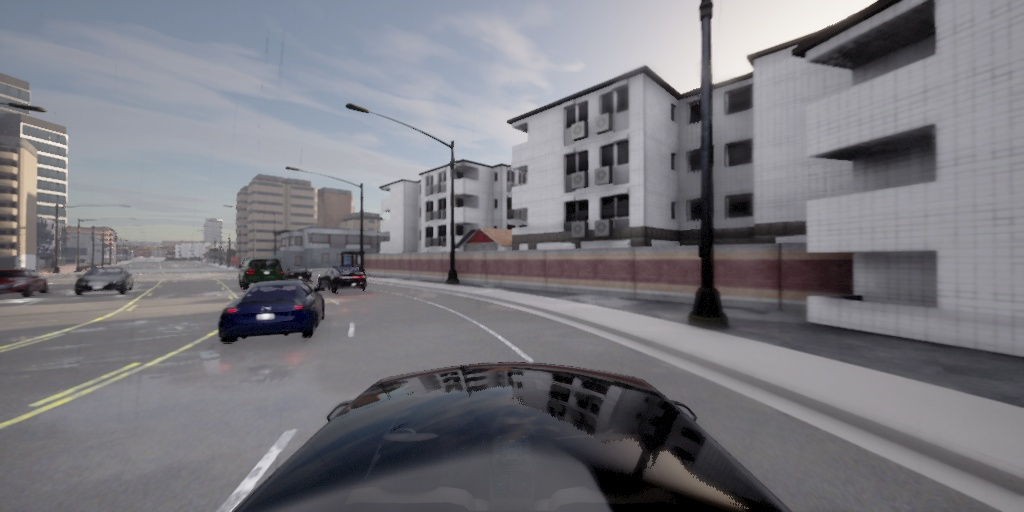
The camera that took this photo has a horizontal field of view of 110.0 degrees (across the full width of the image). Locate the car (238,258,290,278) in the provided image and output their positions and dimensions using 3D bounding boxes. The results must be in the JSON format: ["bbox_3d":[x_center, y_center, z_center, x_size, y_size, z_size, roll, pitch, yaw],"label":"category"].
[{"bbox_3d":[-17.045,1.158,24.383,2.150,2.045,5.566,0,-1,-41],"label":"car"}]

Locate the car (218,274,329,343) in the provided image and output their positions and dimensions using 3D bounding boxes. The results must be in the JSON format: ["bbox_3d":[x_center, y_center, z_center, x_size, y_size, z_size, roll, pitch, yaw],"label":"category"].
[{"bbox_3d":[-6.515,1.384,10.131,1.994,1.385,4.181,0,-1,-24],"label":"car"}]

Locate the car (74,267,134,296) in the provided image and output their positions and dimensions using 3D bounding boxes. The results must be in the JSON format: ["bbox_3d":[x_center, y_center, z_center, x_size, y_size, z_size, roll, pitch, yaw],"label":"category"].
[{"bbox_3d":[-23.432,1.408,20.750,2.128,1.511,4.902,0,-1,-41],"label":"car"}]

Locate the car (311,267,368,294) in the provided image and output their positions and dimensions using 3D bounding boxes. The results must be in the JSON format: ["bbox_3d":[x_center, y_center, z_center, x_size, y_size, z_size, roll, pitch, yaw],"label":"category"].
[{"bbox_3d":[-10.394,1.405,21.925,2.128,1.511,4.902,0,0,-40],"label":"car"}]

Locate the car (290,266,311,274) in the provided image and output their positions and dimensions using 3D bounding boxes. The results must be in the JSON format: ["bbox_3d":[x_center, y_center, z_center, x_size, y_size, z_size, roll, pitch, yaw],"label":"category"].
[{"bbox_3d":[-19.861,1.604,32.811,1.895,1.301,4.718,0,-1,-42],"label":"car"}]

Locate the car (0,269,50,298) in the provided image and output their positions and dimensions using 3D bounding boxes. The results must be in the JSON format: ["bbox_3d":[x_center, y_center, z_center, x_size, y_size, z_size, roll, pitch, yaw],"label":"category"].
[{"bbox_3d":[-26.688,1.433,19.162,1.812,1.442,4.674,0,-1,-42],"label":"car"}]
